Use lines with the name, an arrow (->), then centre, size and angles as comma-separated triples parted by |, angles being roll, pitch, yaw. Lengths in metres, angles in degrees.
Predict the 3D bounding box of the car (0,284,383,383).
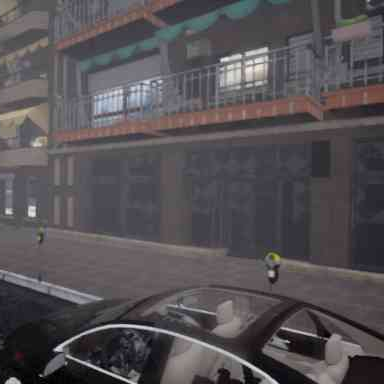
car -> -0.030, 1.548, 2.883 | 4.403, 1.369, 2.008 | 0, 1, 36
